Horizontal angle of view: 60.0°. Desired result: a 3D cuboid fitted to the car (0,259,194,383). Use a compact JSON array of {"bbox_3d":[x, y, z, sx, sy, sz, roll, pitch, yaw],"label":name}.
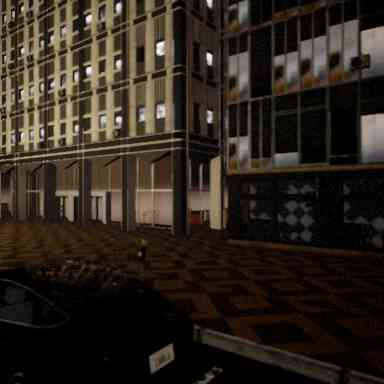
[{"bbox_3d":[-1.970,1.566,4.283,4.313,1.339,1.947,0,0,36],"label":"car"}]
